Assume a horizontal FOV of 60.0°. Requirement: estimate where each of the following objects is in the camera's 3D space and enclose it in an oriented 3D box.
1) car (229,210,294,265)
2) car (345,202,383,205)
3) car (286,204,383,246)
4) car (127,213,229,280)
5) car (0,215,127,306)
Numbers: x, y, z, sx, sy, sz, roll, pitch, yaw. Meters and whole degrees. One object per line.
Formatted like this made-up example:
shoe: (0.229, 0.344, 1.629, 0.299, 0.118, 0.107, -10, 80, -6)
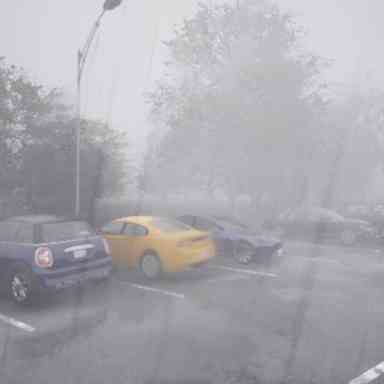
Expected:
car: (0.761, 1.487, 11.654, 4.792, 1.488, 2.163, -1, -1, 35)
car: (8.104, 1.306, 16.698, 4.553, 1.767, 2.185, -1, 0, 36)
car: (5.624, 1.441, 15.057, 4.892, 1.521, 2.231, -1, -1, 35)
car: (-1.698, 1.468, 9.964, 5.008, 1.535, 2.097, -1, 0, 35)
car: (-4.107, 1.354, 8.236, 4.553, 1.767, 2.185, -1, 0, 35)
